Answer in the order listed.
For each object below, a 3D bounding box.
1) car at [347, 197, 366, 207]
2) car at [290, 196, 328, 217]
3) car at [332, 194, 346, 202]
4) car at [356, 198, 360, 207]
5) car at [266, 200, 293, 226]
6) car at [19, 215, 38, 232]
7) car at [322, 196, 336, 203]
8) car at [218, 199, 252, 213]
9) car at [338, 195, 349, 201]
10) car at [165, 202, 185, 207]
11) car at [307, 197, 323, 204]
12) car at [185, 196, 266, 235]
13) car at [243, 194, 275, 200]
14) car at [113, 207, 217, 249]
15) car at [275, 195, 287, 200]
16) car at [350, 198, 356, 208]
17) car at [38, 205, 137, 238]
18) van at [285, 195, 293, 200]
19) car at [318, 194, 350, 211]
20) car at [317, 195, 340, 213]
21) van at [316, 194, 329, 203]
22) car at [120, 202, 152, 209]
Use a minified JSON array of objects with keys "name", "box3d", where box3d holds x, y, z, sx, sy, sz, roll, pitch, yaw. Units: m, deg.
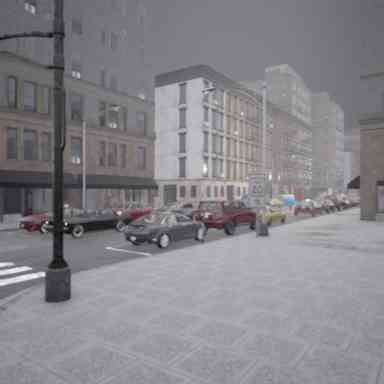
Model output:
[{"name":"car","box3d":[26.994,1.593,54.490,2.008,1.369,4.403,0,0,35]},{"name":"car","box3d":[11.430,1.472,32.370,1.967,1.590,4.097,0,0,35]},{"name":"car","box3d":[35.997,1.326,81.228,2.192,1.841,5.009,0,0,35]},{"name":"car","box3d":[23.881,1.606,50.066,1.947,1.339,4.313,0,0,35]},{"name":"car","box3d":[5.303,1.553,23.661,1.752,1.417,4.829,0,0,35]},{"name":"car","box3d":[-7.584,1.531,19.292,1.887,1.381,4.507,0,0,35]},{"name":"car","box3d":[29.770,1.554,72.381,1.887,1.381,4.507,0,0,35]},{"name":"car","box3d":[4.867,1.538,36.988,1.887,1.381,4.507,0,0,35]},{"name":"car","box3d":[39.108,1.556,85.653,1.887,1.381,4.507,0,0,35]},{"name":"car","box3d":[0.324,1.506,26.125,1.837,1.490,4.892,0,0,35]},{"name":"car","box3d":[23.544,1.572,63.532,1.947,1.339,4.313,0,0,35]},{"name":"car","box3d":[2.093,1.342,19.097,2.192,1.841,5.009,0,0,35]},{"name":"car","box3d":[6.302,1.226,34.592,2.150,2.045,5.566,0,0,35]},{"name":"car","box3d":[-1.021,1.576,14.674,2.008,1.369,4.403,0,0,35]},{"name":"car","box3d":[10.995,1.522,45.697,1.752,1.417,4.829,0,0,35]},{"name":"car","box3d":[20.768,1.620,45.642,1.802,1.307,4.206,0,0,35]},{"name":"car","box3d":[-5.439,1.600,17.929,1.895,1.301,4.718,0,0,33]},{"name":"van","box3d":[14.206,1.340,50.260,1.690,1.788,3.998,0,0,35]},{"name":"car","box3d":[17.657,1.350,41.218,2.192,1.841,5.009,0,0,35]},{"name":"car","box3d":[14.543,1.474,36.794,1.967,1.590,4.097,0,0,35]},{"name":"van","box3d":[26.657,1.349,67.956,1.690,1.788,3.998,0,0,35]},{"name":"car","box3d":[-4.471,1.428,23.716,1.967,1.590,4.097,0,0,35]}]
